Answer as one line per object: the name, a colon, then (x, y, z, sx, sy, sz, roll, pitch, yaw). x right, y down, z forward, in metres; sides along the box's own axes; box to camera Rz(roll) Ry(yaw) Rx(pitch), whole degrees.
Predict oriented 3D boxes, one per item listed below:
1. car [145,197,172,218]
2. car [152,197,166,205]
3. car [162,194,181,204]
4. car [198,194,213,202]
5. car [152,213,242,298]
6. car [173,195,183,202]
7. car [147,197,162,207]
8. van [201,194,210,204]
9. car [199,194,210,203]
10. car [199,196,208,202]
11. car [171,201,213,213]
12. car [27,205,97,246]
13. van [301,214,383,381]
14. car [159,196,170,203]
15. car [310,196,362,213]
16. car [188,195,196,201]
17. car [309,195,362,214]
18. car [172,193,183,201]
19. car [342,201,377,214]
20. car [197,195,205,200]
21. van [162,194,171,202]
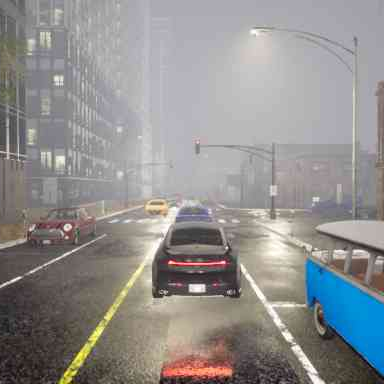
car: (-3.137, 1.469, 30.479, 1.882, 1.535, 5.008, 0, 0, 0)
car: (-5.737, 1.552, 58.651, 1.947, 1.339, 4.313, -1, 0, 0)
car: (-3.152, 1.479, 50.414, 2.128, 1.511, 4.902, 0, 0, 0)
car: (2.608, 1.426, 58.607, 1.967, 1.590, 4.097, -1, 0, 0)
car: (0.088, 1.502, 8.468, 1.837, 1.490, 4.892, 0, 0, 0)
car: (-3.090, 1.508, 76.689, 2.128, 1.511, 4.902, 0, 0, 0)
car: (-5.902, 1.512, 52.838, 1.752, 1.417, 4.829, -1, 0, 0)
van: (2.600, 1.326, 64.251, 1.690, 1.788, 3.998, -1, 0, 0)
car: (2.593, 1.299, 69.895, 2.192, 1.841, 5.009, -1, 0, 0)
car: (2.591, 1.565, 75.539, 1.802, 1.307, 4.206, -1, 0, 0)
car: (0.070, 1.472, 17.956, 1.882, 1.535, 5.008, 0, 0, 0)
car: (-5.722, 1.436, 15.060, 1.967, 1.590, 4.097, -1, 0, 0)
van: (2.669, 1.340, 3.986, 1.690, 1.788, 3.998, -1, 0, 0)
car: (-5.750, 1.550, 69.940, 1.947, 1.339, 4.313, -1, 0, 0)
car: (16.481, 1.411, 38.334, 5.009, 1.841, 2.192, 1, 0, 1)
car: (-0.093, 1.481, 79.533, 1.837, 1.490, 4.892, 0, 0, 0)
car: (15.507, 1.349, 35.749, 5.566, 2.045, 2.150, 1, 1, 1)
car: (-3.111, 1.208, 65.587, 2.150, 2.045, 5.566, 0, 0, 0)
car: (16.382, 1.793, 29.957, 4.313, 1.339, 1.947, 1, 0, 1)
car: (2.571, 1.532, 92.471, 2.008, 1.369, 4.403, -1, 0, 0)
van: (-5.760, 1.324, 75.584, 1.690, 1.788, 3.998, -1, 0, 0)
